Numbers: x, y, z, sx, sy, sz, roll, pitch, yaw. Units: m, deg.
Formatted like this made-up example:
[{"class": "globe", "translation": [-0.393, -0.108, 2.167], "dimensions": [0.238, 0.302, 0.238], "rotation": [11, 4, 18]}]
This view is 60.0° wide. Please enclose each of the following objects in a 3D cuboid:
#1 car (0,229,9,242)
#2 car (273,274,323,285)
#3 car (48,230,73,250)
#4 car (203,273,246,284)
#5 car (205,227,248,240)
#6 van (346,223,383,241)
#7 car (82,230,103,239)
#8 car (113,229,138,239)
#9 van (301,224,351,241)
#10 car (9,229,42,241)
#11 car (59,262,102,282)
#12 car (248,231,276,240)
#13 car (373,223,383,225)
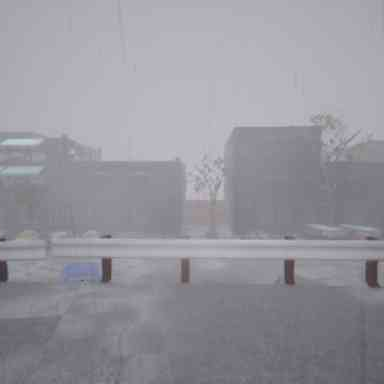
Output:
[{"class": "car", "translation": [-17.937, 4.201, 30.593], "dimensions": [2.097, 1.535, 5.008], "rotation": [0, 0, -18]}, {"class": "car", "translation": [4.708, 4.428, 12.965], "dimensions": [2.185, 1.767, 4.553], "rotation": [0, 2, -18]}, {"class": "car", "translation": [-12.010, 4.203, 30.409], "dimensions": [2.097, 1.535, 5.008], "rotation": [0, 0, -18]}, {"class": "car", "translation": [1.680, 4.427, 13.052], "dimensions": [2.185, 1.767, 4.553], "rotation": [0, 2, -18]}, {"class": "car", "translation": [2.765, 4.084, 29.972], "dimensions": [2.185, 1.767, 4.553], "rotation": [0, 0, -18]}, {"class": "van", "translation": [14.563, 3.986, 29.679], "dimensions": [1.878, 1.987, 4.442], "rotation": [0, 1, -18]}, {"class": "car", "translation": [-9.122, 4.201, 30.488], "dimensions": [1.946, 1.575, 5.366], "rotation": [0, 0, -18]}, {"class": "car", "translation": [-6.083, 4.236, 30.199], "dimensions": [2.163, 1.488, 4.792], "rotation": [0, 0, -18]}, {"class": "van", "translation": [11.605, 3.986, 29.773], "dimensions": [1.878, 1.987, 4.442], "rotation": [0, 0, -18]}, {"class": "car", "translation": [-15.037, 4.198, 30.675], "dimensions": [1.946, 1.575, 5.366], "rotation": [0, 0, -18]}, {"class": "car", "translation": [-4.345, 4.301, 13.182], "dimensions": [2.435, 2.045, 5.566], "rotation": [0, 2, -18]}, {"class": "car", "translation": [5.737, 4.212, 29.850], "dimensions": [2.231, 1.521, 4.892], "rotation": [0, 1, -18]}, {"class": "car", "translation": [17.575, 3.962, 29.452], "dimensions": [2.435, 2.045, 5.566], "rotation": [0, 0, -18]}]
